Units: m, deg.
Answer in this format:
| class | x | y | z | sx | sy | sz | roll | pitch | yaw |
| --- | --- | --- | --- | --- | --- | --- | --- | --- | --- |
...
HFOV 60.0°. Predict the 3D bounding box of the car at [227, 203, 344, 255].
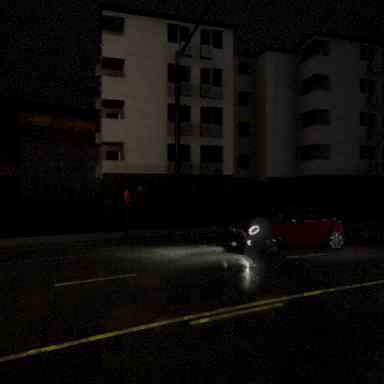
| class | x | y | z | sx | sy | sz | roll | pitch | yaw |
| --- | --- | --- | --- | --- | --- | --- | --- | --- | --- |
| car | 3.672 | 1.346 | 13.186 | 4.553 | 1.767 | 2.097 | 0 | 0 | -21 |
